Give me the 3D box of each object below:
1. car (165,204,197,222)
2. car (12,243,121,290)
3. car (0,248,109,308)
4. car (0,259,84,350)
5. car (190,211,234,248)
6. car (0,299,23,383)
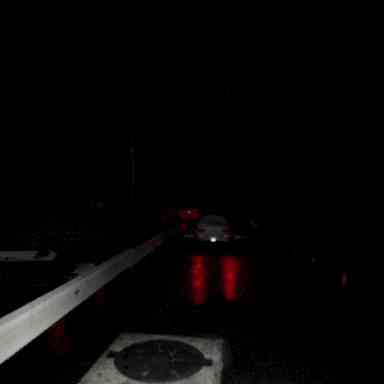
[{"bbox_3d":[-1.148,1.936,33.482,2.097,1.767,4.553,-1,0,-24],"label":"car"},{"bbox_3d":[-6.057,3.593,16.574,4.792,1.488,2.163,1,3,-16],"label":"car"},{"bbox_3d":[-6.242,3.481,13.545,5.566,2.045,2.435,1,3,-16],"label":"car"},{"bbox_3d":[-6.479,3.650,10.498,5.566,2.045,2.435,1,4,-17],"label":"car"},{"bbox_3d":[1.065,1.847,16.475,1.812,1.442,4.674,1,-1,4],"label":"car"},{"bbox_3d":[-6.622,3.944,7.514,4.553,1.767,2.185,1,4,-16],"label":"car"}]
